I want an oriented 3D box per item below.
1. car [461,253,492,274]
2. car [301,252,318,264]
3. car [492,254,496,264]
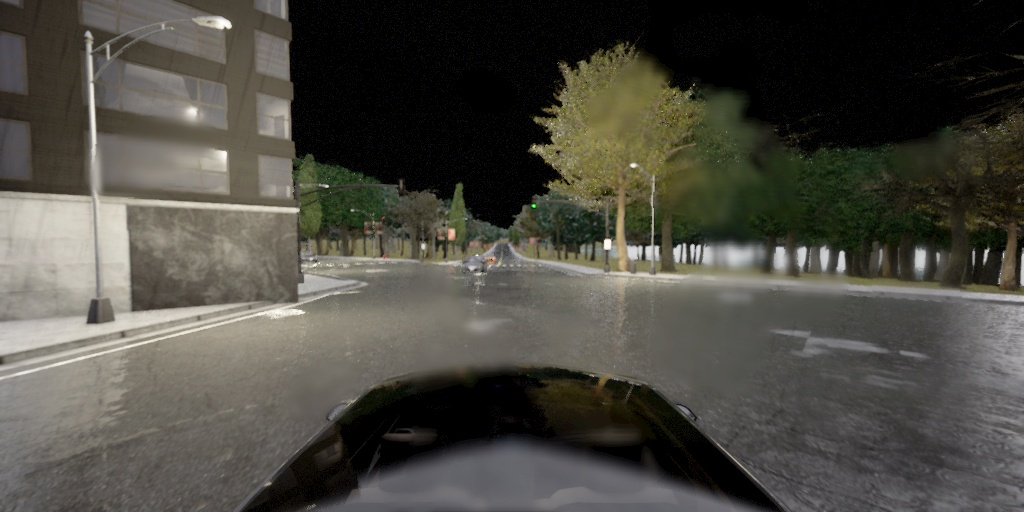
[{"bbox_3d":[-3.153,0.679,30.731,2.128,1.511,4.902,0,2,0],"label":"car"},{"bbox_3d":[-27.840,0.189,48.350,4.902,1.511,2.128,2,3,45],"label":"car"},{"bbox_3d":[-3.803,0.410,62.655,2.097,1.767,4.553,0,0,-1],"label":"car"}]
